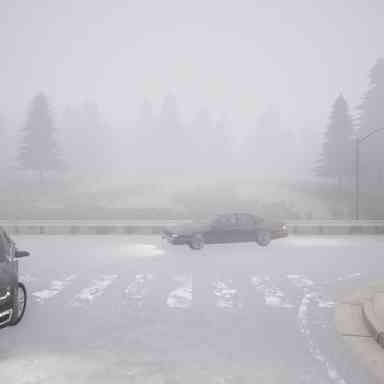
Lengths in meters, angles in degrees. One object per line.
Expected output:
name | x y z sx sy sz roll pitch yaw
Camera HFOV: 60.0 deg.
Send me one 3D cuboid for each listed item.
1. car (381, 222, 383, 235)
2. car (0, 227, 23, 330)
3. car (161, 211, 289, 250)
car | 11.238 1.492 15.079 4.902 1.511 2.128 0 0 0
car | -4.457 1.505 6.560 1.837 1.490 4.892 0 0 -28
car | 1.459 1.547 14.201 5.357 1.411 2.033 0 0 -20
